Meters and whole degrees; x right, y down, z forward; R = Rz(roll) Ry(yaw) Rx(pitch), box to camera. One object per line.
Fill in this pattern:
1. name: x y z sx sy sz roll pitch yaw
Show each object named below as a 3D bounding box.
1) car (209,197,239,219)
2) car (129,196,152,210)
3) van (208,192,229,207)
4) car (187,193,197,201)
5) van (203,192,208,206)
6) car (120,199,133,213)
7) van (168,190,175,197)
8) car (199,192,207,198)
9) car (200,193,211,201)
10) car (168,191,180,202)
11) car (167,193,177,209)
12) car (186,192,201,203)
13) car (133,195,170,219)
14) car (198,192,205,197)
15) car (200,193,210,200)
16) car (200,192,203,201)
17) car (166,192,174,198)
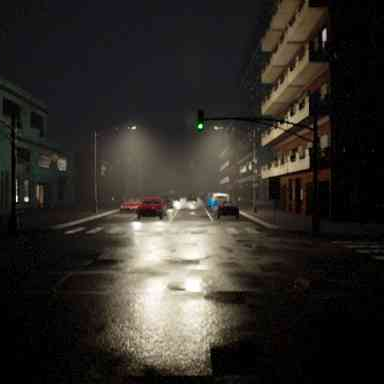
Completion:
1. car: 2.692 1.325 26.283 2.008 1.369 4.403 1 1 0
2. car: -5.693 1.221 37.404 1.887 1.381 4.507 1 1 0
3. van: 2.692 1.066 31.860 1.690 1.788 3.998 1 1 0
4. car: -0.027 0.957 66.188 2.033 1.411 5.357 0 1 0
5. van: 2.689 0.967 43.022 1.690 1.788 3.998 1 1 0
6. car: -5.691 1.308 31.824 1.802 1.307 4.206 1 1 0
7. van: -5.710 0.483 93.202 1.690 1.788 3.998 1 1 0
8. car: 2.671 0.798 82.088 1.887 1.381 4.507 1 1 0
9. car: 2.677 0.983 65.346 1.947 1.339 4.313 1 1 0
10. car: -3.042 0.979 58.103 2.128 1.511 4.902 0 0 0
11. car: -3.095 1.169 38.767 1.837 1.490 4.892 0 0 0
12. car: -0.021 1.056 55.765 2.033 1.411 5.357 0 1 0
13. car: -3.098 1.252 26.334 1.882 1.535 5.008 0 1 0
14. car: 2.667 0.692 93.249 2.008 1.369 4.403 1 1 0
15. car: 2.675 0.929 70.927 1.947 1.339 4.313 1 1 0
16. car: 2.681 1.047 54.354 1.752 1.417 4.829 1 1 0
17. car: -5.712 0.764 87.623 1.947 1.339 4.313 1 1 0
